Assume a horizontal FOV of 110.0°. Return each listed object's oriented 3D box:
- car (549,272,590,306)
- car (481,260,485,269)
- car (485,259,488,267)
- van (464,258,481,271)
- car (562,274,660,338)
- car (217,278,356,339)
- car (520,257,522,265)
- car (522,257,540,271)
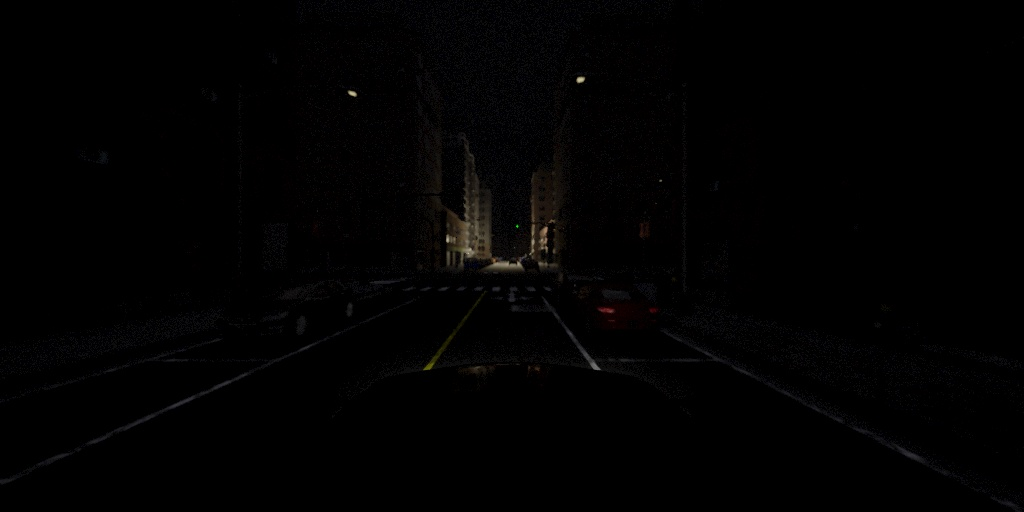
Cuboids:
[{"bbox_3d":[2.663,1.317,15.533,2.007,1.370,4.403,0,0,0],"label":"car"},{"bbox_3d":[-5.708,1.259,55.883,1.967,1.591,4.097,0,0,0],"label":"car"},{"bbox_3d":[-5.685,1.393,61.552,1.948,1.339,4.313,0,0,0],"label":"car"},{"bbox_3d":[-5.731,1.152,50.215,1.690,1.789,3.998,0,0,0],"label":"van"},{"bbox_3d":[2.665,1.342,9.939,1.802,1.307,4.207,0,0,0],"label":"car"},{"bbox_3d":[-5.860,1.310,9.930,2.007,1.370,4.403,0,0,0],"label":"car"},{"bbox_3d":[2.840,1.267,61.521,1.967,1.591,4.097,0,0,0],"label":"car"},{"bbox_3d":[2.794,1.252,50.182,1.967,1.591,4.097,0,0,0],"label":"car"}]
